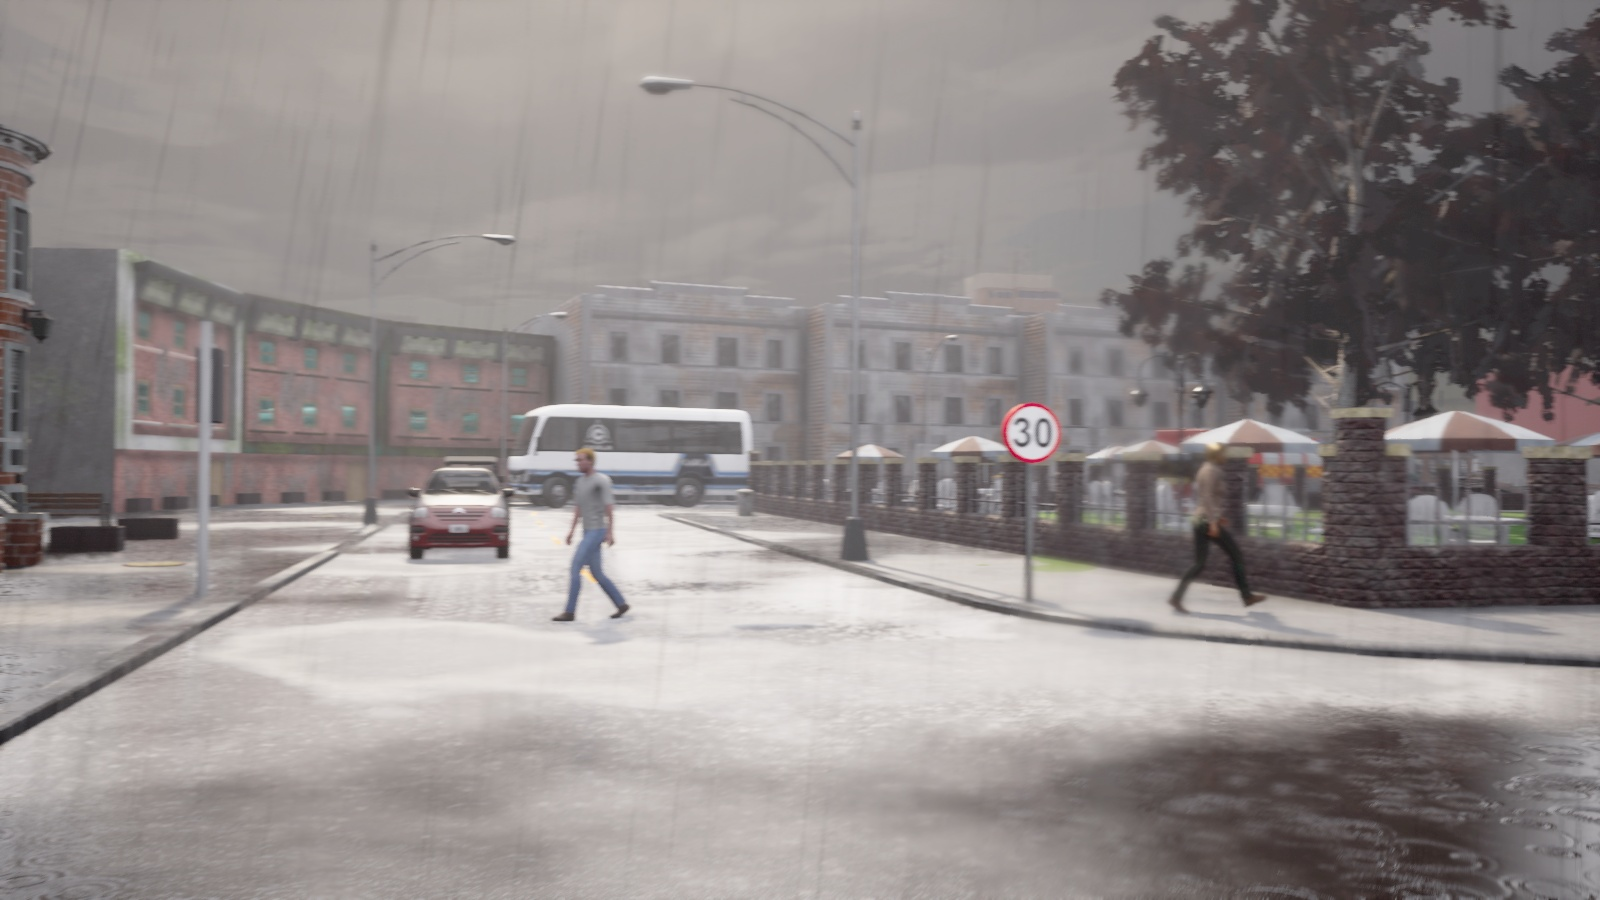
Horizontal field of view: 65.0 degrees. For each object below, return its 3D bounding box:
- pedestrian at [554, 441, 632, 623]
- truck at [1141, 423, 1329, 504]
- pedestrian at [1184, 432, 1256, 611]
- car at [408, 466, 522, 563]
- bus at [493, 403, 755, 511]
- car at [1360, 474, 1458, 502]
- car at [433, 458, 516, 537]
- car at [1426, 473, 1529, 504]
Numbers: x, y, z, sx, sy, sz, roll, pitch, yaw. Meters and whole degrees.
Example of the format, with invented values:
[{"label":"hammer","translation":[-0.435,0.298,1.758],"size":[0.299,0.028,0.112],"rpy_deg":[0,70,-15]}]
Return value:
[{"label":"pedestrian","translation":[-2.140,0.831,12.990],"size":[0.706,1.836,0.354],"rpy_deg":[1,-1,-34]},{"label":"truck","translation":[21.362,0.677,61.741],"size":[8.468,3.827,2.891],"rpy_deg":[0,-1,-14]},{"label":"pedestrian","translation":[4.378,0.742,13.106],"size":[0.634,1.846,0.331],"rpy_deg":[0,-1,1]},{"label":"car","translation":[-6.112,1.111,23.164],"size":[1.851,1.617,3.988],"rpy_deg":[0,-1,-13]},{"label":"bus","translation":[-7.437,0.339,53.215],"size":[10.273,4.253,3.944],"rpy_deg":[1,-1,-24]},{"label":"car","translation":[31.051,1.937,64.066],"size":[4.181,1.385,1.994],"rpy_deg":[0,-1,-14]},{"label":"car","translation":[-8.184,1.155,31.724],"size":[1.905,1.878,3.866],"rpy_deg":[0,-1,-14]},{"label":"car","translation":[32.536,1.822,60.312],"size":[4.193,1.474,1.816],"rpy_deg":[0,-1,-14]}]
